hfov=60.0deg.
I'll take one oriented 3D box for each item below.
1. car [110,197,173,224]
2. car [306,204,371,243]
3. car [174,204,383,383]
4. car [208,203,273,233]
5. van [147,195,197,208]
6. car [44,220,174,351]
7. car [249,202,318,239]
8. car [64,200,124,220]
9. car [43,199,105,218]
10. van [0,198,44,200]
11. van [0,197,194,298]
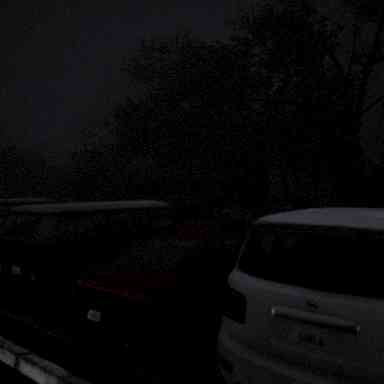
[{"bbox_3d":[-3.711,1.285,25.119,2.185,1.767,4.553,0,0,35],"label":"car"},{"bbox_3d":[7.645,1.457,17.063,2.097,1.535,5.008,0,0,35],"label":"car"},{"bbox_3d":[2.462,1.214,4.740,2.435,2.045,5.566,0,0,35],"label":"car"},{"bbox_3d":[3.108,1.477,20.296,2.002,1.452,4.674,0,0,35],"label":"car"},{"bbox_3d":[-1.361,1.192,23.625,1.878,1.987,4.442,0,0,35],"label":"van"},{"bbox_3d":[0.157,1.455,6.338,2.097,1.535,5.008,0,0,35],"label":"car"},{"bbox_3d":[5.270,1.444,18.532,1.946,1.575,5.366,0,0,35],"label":"car"},{"bbox_3d":[-8.224,1.445,28.381,2.002,1.452,4.674,0,0,36],"label":"car"},{"bbox_3d":[-10.491,1.406,30.003,2.097,1.535,5.008,0,0,36],"label":"car"},{"bbox_3d":[-6.758,1.201,11.125,1.878,1.987,4.442,0,0,35],"label":"van"},{"bbox_3d":[-2.056,1.220,8.062,1.878,1.987,4.442,0,0,35],"label":"van"}]
